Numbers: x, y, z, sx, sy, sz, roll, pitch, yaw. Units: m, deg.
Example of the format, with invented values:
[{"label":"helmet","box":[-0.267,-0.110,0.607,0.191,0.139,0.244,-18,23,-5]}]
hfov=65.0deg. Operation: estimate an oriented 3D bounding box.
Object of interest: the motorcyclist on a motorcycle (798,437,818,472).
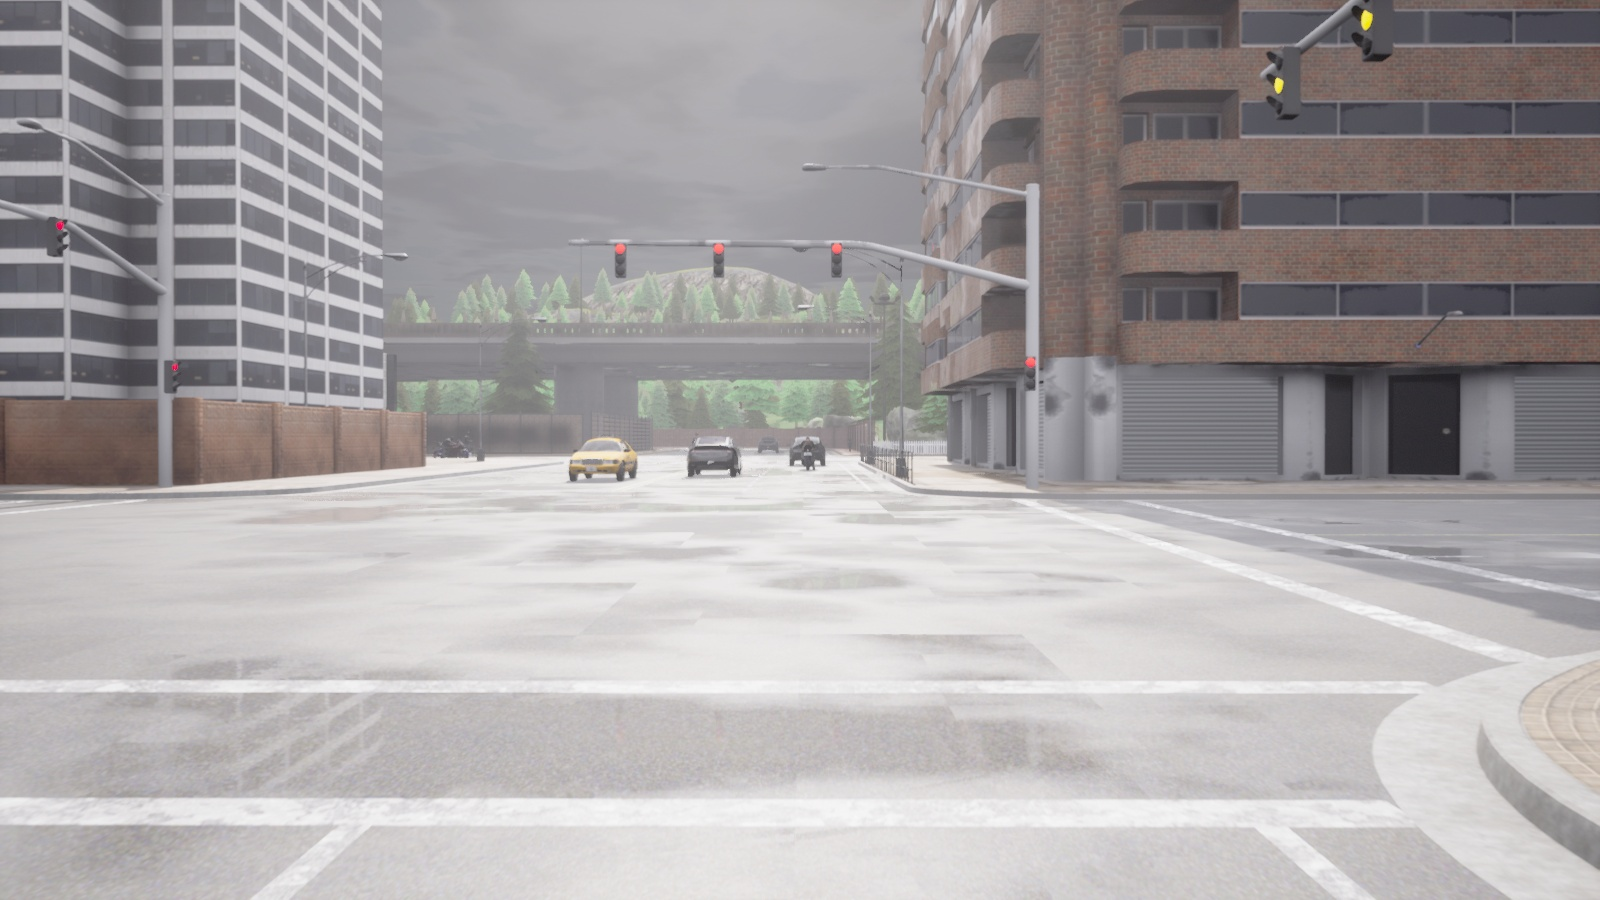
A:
[{"label":"motorcyclist on a motorcycle","box":[0.344,0.175,55.820,0.866,1.530,2.191,0,1,0]}]

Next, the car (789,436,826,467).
[{"label":"car","box":[0.379,0.048,64.788,1.837,1.490,4.892,0,1,0]}]

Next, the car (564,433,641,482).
[{"label":"car","box":[-6.742,0.208,43.469,1.801,1.575,5.366,0,1,0]}]

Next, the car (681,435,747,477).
[{"label":"car","box":[-3.216,0.180,47.829,2.128,1.511,4.902,0,1,0]}]

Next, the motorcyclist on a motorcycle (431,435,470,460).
[{"label":"motorcyclist on a motorcycle","box":[-21.536,-0.132,77.423,2.191,1.530,0.866,0,1,0]}]

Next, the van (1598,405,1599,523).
[{"label":"van","box":[16.001,0.258,20.604,4.480,2.038,2.069,0,1,1]}]
